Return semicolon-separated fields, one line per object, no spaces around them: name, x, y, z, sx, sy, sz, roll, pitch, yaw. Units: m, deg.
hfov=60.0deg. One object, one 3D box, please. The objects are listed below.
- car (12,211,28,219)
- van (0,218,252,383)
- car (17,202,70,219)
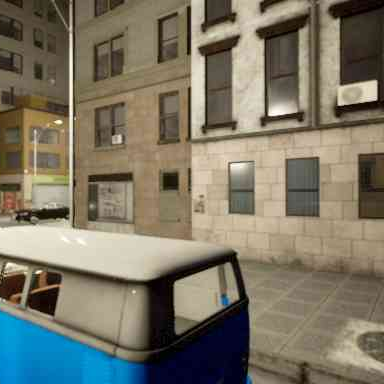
car;-5.864;1.360;6.871;5.009;1.841;2.192;0;0;35
van;-1.333;1.357;3.733;3.998;1.788;1.690;0;0;35
car;-11.122;1.541;25.399;2.128;1.511;4.902;0;0;35
